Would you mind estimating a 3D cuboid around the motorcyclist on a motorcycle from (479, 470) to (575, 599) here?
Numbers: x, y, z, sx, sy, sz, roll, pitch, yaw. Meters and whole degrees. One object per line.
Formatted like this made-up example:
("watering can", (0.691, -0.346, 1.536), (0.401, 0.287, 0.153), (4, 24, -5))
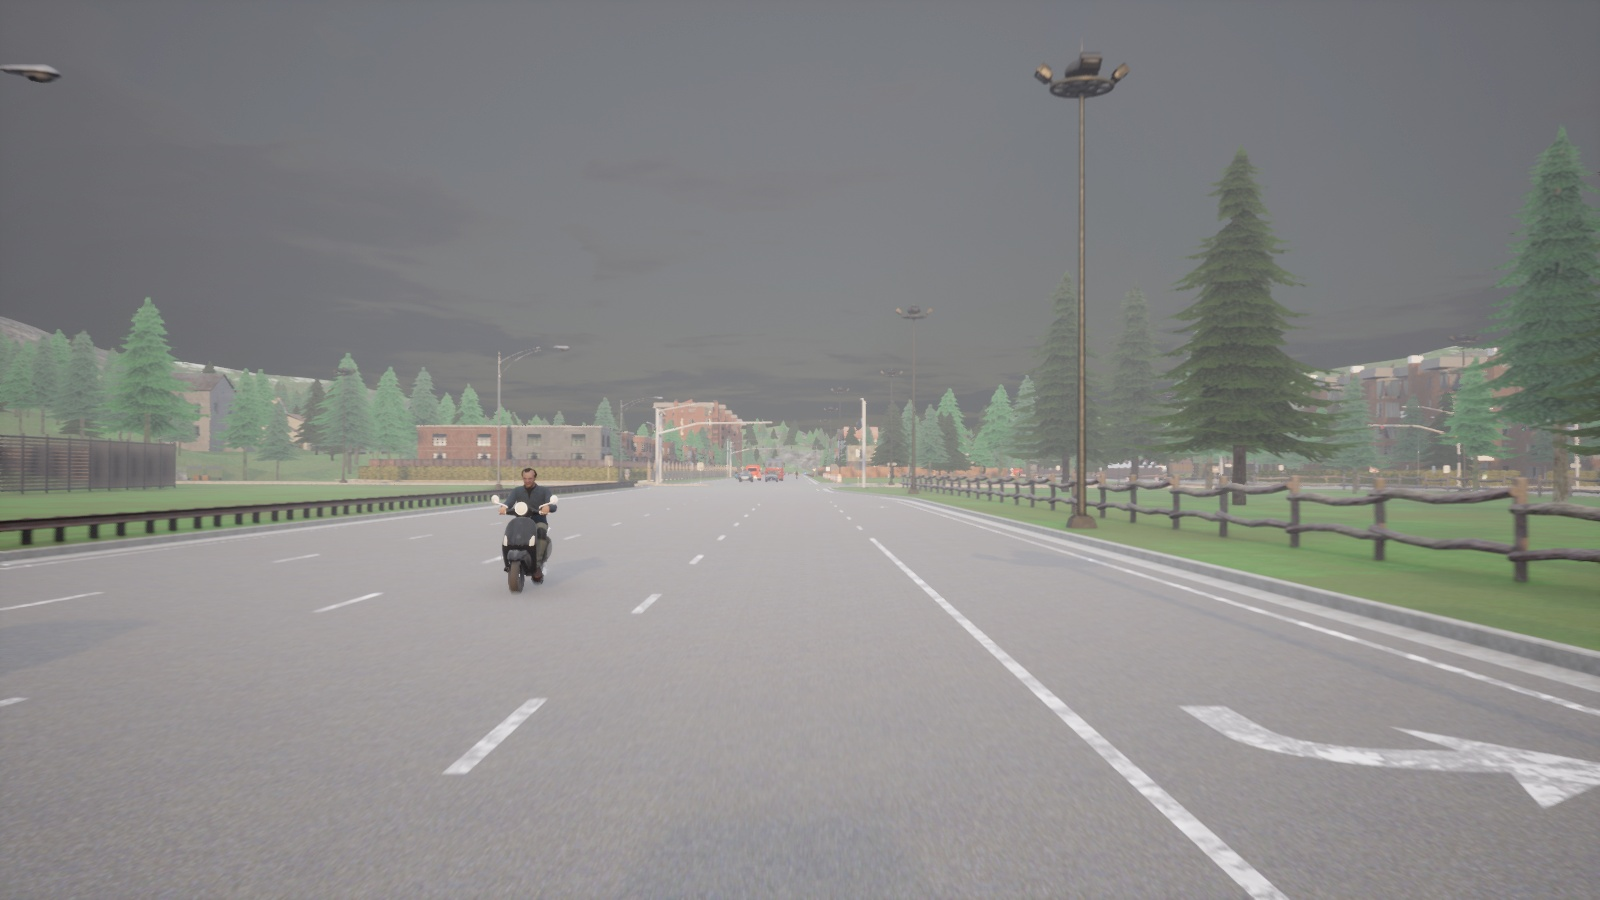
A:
("motorcyclist on a motorcycle", (-3.540, 1.059, 16.431), (0.866, 1.590, 1.817), (0, -1, 0))
